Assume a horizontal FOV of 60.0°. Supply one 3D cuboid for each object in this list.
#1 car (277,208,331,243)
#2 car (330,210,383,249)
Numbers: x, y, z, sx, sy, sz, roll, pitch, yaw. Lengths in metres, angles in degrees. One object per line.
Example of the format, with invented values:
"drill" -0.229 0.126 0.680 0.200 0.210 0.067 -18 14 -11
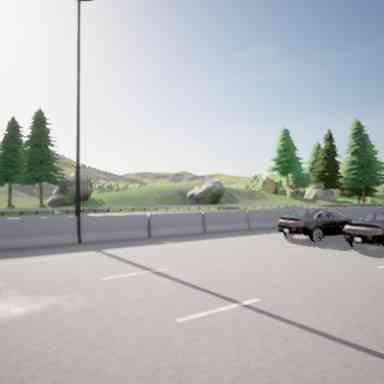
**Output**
"car" 6.418 1.566 16.504 4.902 1.511 2.128 0 0 -31
"car" 8.235 1.564 13.525 4.902 1.511 2.128 1 0 -30
